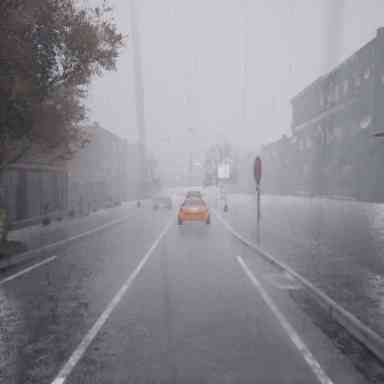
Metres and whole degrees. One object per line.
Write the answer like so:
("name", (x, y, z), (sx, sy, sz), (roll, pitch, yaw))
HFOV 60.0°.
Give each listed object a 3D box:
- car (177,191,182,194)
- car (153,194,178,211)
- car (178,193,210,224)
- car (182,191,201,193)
("car", (-2.590, 0.478, 76.931), (1.837, 1.490, 4.892), (0, 1, 0))
("car", (-3.010, 1.197, 35.412), (2.128, 1.511, 4.902), (0, 1, 1))
("car", (0.146, 1.209, 23.485), (2.097, 1.767, 4.553), (0, 1, 0))
("car", (0.249, 0.832, 42.721), (2.150, 2.045, 5.566), (0, 1, 0))
